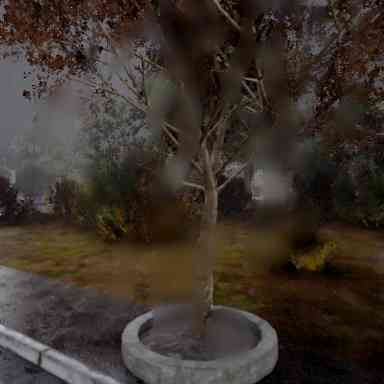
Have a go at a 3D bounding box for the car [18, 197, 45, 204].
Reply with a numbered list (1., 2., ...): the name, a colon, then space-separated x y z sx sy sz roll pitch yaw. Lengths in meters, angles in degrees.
1. car: -21.807 1.291 45.006 2.033 1.411 5.357 0 0 32
